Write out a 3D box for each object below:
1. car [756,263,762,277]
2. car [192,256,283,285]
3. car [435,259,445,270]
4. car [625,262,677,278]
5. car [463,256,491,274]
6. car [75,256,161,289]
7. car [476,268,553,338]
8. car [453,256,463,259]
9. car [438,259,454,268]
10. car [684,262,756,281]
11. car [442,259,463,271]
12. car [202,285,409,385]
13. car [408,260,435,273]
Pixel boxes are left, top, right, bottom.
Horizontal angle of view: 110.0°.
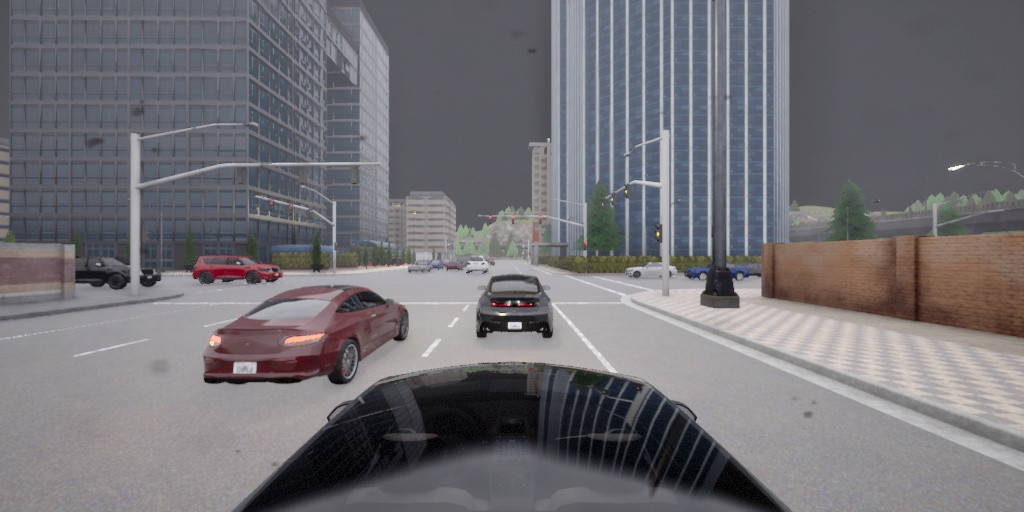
[{"bbox_3d":[22.607,1.340,33.795,5.357,1.411,2.033,0,0,-1],"label":"car"},{"bbox_3d":[-19.978,1.003,26.197,5.566,2.045,2.150,0,0,-1],"label":"car"},{"bbox_3d":[-11.484,1.296,53.797,1.882,1.535,5.008,0,0,-1],"label":"car"},{"bbox_3d":[13.020,1.318,33.689,4.674,1.442,1.812,0,0,1],"label":"car"},{"bbox_3d":[-4.031,1.024,42.215,2.150,2.045,5.566,0,0,0],"label":"car"},{"bbox_3d":[-25.670,0.999,22.642,5.566,2.045,2.150,0,0,-1],"label":"car"},{"bbox_3d":[0.062,1.266,10.197,1.837,1.490,4.892,0,0,0],"label":"car"},{"bbox_3d":[-8.062,1.047,59.407,2.150,2.045,5.566,0,0,-1],"label":"car"},{"bbox_3d":[-11.609,1.308,63.428,1.882,1.535,5.008,0,0,0],"label":"car"},{"bbox_3d":[17.203,1.265,30.246,5.008,1.535,1.882,0,0,-1],"label":"car"},{"bbox_3d":[-7.922,1.413,49.613,1.895,1.301,4.718,0,0,-1],"label":"car"},{"bbox_3d":[-3.439,1.283,6.931,1.812,1.442,4.674,0,0,0],"label":"car"},{"bbox_3d":[-11.404,1.407,44.405,1.895,1.301,4.718,0,0,1],"label":"car"}]
